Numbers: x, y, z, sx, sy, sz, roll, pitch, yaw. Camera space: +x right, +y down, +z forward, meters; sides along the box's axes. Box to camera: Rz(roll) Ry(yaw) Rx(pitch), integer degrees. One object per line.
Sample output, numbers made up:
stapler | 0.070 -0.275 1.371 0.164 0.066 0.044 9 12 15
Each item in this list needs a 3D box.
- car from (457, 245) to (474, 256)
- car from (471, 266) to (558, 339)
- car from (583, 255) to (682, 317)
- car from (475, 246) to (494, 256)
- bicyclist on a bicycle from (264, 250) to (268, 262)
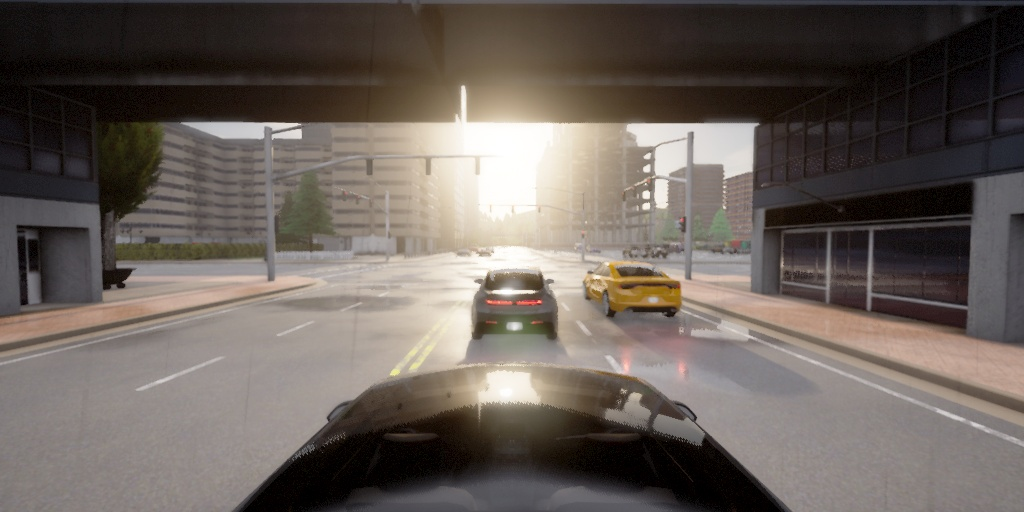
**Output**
car | -8.033 -0.650 59.993 1.994 1.385 4.181 0 2 0
car | 0.064 1.003 9.147 1.837 1.490 4.892 0 2 0
car | 3.575 0.897 11.519 1.882 1.535 5.008 0 1 0
car | -4.532 -0.610 59.919 1.895 1.301 4.718 0 2 0
bicyclist on a bicycle | -26.006 -0.185 38.379 0.582 1.620 1.656 0 2 0
